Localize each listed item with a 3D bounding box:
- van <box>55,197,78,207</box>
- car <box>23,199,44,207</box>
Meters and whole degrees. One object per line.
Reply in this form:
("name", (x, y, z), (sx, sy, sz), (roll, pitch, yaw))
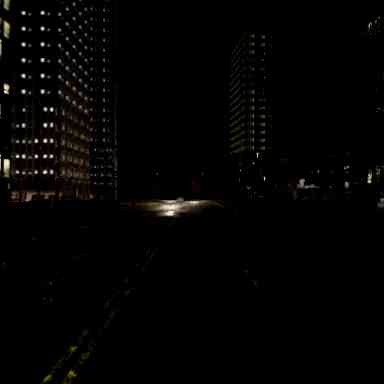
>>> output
("van", (-22.661, 1.808, 60.253), (3.998, 1.788, 1.690), (0, 0, 1))
("car", (-28.200, 1.987, 60.298), (4.507, 1.381, 1.887), (0, 0, 1))
